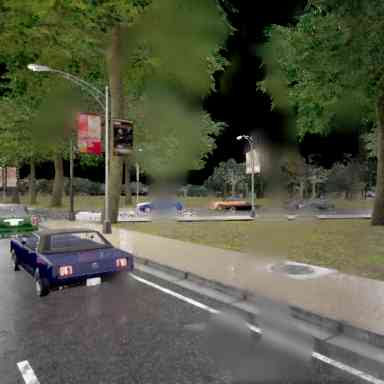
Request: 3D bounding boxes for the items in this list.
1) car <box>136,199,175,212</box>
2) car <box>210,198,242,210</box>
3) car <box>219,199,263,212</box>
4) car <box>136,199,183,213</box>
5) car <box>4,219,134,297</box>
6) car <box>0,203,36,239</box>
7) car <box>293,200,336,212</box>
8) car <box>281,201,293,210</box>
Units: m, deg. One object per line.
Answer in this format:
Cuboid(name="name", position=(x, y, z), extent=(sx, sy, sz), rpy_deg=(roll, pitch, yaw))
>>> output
Cuboid(name="car", position=(-4.564, 1.660, 41.536), extent=(4.674, 1.442, 1.812), rpy_deg=(0, 0, -16))
Cuboid(name="car", position=(4.755, 1.541, 43.891), extent=(4.553, 1.767, 2.097), rpy_deg=(0, 0, -14))
Cuboid(name="car", position=(6.166, 1.793, 40.895), extent=(4.718, 1.301, 1.895), rpy_deg=(0, 0, -14))
Cuboid(name="car", position=(-3.597, 1.614, 38.435), extent=(5.008, 1.535, 1.882), rpy_deg=(0, 0, -13))
Cuboid(name="car", position=(-3.424, 1.601, 8.770), extent=(1.895, 1.301, 4.718), rpy_deg=(0, 0, -38))
Cuboid(name="car", position=(-8.888, 1.353, 15.908), extent=(2.097, 1.767, 4.553), rpy_deg=(0, 0, -37))
Cuboid(name="car", position=(16.344, 1.749, 43.447), extent=(4.902, 1.511, 2.128), rpy_deg=(0, 0, -14))
Cuboid(name="car", position=(14.579, 1.813, 46.358), extent=(4.181, 1.385, 1.994), rpy_deg=(0, 0, -14))
